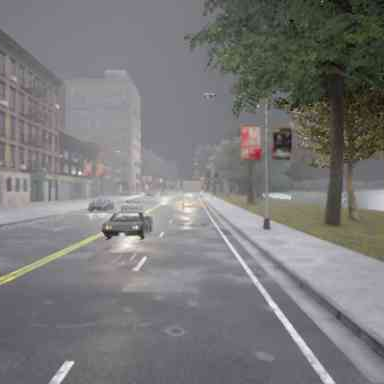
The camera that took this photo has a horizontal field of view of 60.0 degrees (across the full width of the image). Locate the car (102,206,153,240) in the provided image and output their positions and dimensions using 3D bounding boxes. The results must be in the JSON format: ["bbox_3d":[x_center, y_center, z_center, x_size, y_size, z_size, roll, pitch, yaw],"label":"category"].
[{"bbox_3d":[-3.147,1.628,17.234,1.895,1.301,4.718,0,0,0],"label":"car"}]

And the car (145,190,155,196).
[{"bbox_3d":[-9.742,0.345,77.097,2.097,1.767,4.553,0,1,0],"label":"car"}]

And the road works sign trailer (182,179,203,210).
[{"bbox_3d":[0.004,0.313,38.855,2.380,3.560,2.880,0,1,0],"label":"road works sign trailer"}]

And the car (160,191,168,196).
[{"bbox_3d":[-6.492,0.490,77.069,1.837,1.490,4.892,0,1,0],"label":"car"}]

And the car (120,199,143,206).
[{"bbox_3d":[-6.588,1.481,36.518,1.895,1.301,4.718,0,1,0],"label":"car"}]

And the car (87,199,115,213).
[{"bbox_3d":[-9.837,1.428,36.480,2.033,1.411,5.357,0,1,0],"label":"car"}]
